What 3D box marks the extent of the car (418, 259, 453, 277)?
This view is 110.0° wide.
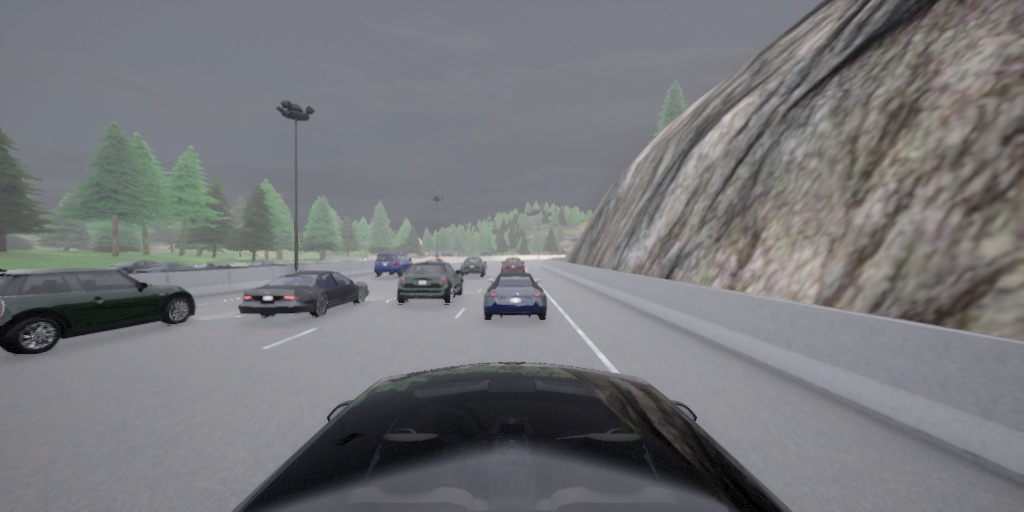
[{"bbox_3d":[-6.901,1.043,32.867,2.128,1.511,4.902,0,0,0],"label":"car"}]

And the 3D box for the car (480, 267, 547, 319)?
[{"bbox_3d":[0.100,1.246,12.440,1.994,1.385,4.181,0,0,0],"label":"car"}]

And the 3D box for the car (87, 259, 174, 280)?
[{"bbox_3d":[-31.587,1.049,29.976,1.882,1.535,5.008,0,0,0],"label":"car"}]

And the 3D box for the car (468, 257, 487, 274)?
[{"bbox_3d":[-3.400,0.905,32.689,2.097,1.767,4.553,0,0,0],"label":"car"}]

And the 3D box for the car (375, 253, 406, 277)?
[{"bbox_3d":[-10.401,0.779,32.052,2.150,2.045,5.566,0,0,0],"label":"car"}]

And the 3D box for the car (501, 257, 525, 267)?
[{"bbox_3d":[0.100,0.905,32.688,2.097,1.767,4.553,0,0,0],"label":"car"}]

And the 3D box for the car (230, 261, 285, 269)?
[{"bbox_3d":[-21.090,1.132,30.426,1.994,1.385,4.181,0,0,0],"label":"car"}]

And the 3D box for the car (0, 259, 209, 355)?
[{"bbox_3d":[-10.400,1.058,8.702,2.097,1.767,4.553,0,0,0],"label":"car"}]

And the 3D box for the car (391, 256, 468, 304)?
[{"bbox_3d":[-3.400,1.013,15.736,2.097,1.767,4.553,0,0,0],"label":"car"}]

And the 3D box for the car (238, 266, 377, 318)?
[{"bbox_3d":[-6.900,1.228,12.644,2.033,1.411,5.357,0,0,0],"label":"car"}]

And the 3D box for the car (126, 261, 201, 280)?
[{"bbox_3d":[-28.089,1.141,29.115,1.994,1.385,4.181,0,0,0],"label":"car"}]

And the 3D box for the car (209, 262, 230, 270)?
[{"bbox_3d":[-24.595,1.177,29.132,1.895,1.301,4.718,0,0,0],"label":"car"}]
